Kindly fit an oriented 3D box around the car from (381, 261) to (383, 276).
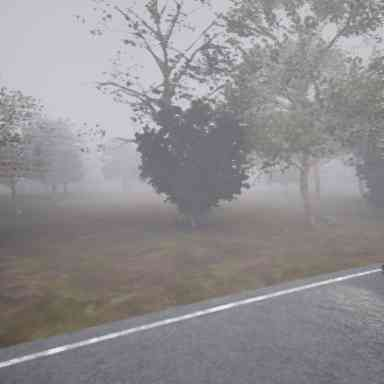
[{"bbox_3d":[6.641,1.482,8.117,4.674,1.442,1.812,0,1,-31],"label":"car"}]
